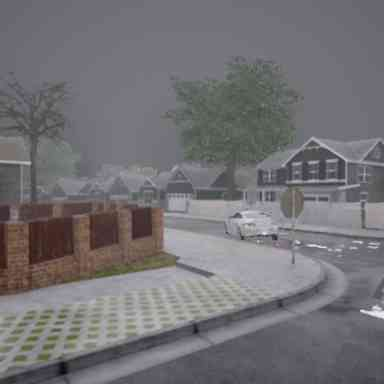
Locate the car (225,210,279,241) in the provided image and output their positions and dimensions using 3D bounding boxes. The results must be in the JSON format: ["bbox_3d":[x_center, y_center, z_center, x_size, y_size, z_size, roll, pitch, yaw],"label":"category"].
[{"bbox_3d":[2.960,1.631,17.050,1.812,1.442,4.674,-2,-1,-7],"label":"car"}]
